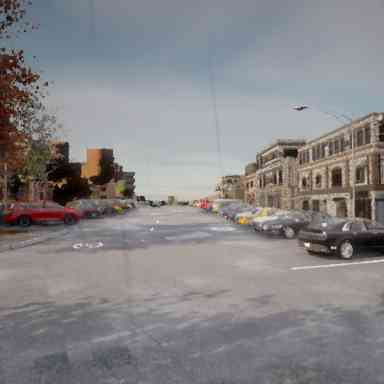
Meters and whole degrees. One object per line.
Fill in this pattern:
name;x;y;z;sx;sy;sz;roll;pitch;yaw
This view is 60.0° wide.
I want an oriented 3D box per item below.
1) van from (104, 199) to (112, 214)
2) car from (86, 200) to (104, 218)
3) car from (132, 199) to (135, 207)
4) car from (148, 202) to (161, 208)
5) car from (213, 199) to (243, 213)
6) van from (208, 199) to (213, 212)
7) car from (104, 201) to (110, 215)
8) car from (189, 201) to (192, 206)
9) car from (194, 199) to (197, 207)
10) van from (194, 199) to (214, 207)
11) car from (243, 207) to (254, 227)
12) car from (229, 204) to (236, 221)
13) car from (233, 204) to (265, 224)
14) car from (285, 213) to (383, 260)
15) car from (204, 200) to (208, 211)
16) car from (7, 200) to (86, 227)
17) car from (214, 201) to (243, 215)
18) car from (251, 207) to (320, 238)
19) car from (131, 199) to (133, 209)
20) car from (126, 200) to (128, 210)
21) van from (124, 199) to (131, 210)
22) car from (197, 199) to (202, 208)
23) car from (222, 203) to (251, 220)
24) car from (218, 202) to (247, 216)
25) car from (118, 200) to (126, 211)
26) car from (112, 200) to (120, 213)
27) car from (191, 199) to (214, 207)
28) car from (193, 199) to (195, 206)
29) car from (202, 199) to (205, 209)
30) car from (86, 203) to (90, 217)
van;-12.756;1.983;41.834;4.442;1.987;1.878;0;-1;-23
car;-12.340;1.989;36.014;4.553;1.767;2.185;-1;-1;-23
car;-13.650;2.613;62.466;4.674;1.452;2.002;0;-1;-23
car;-7.715;2.772;72.295;2.033;1.411;5.357;0;-1;-3
car;5.318;2.037;39.799;4.553;1.767;2.185;1;-1;-23
van;4.900;2.028;45.603;4.442;1.987;1.878;1;-1;-23
car;-12.535;2.191;38.928;4.792;1.488;2.163;0;-1;-23
car;2.836;3.041;86.586;5.366;1.575;1.946;1;-1;-23
car;3.898;2.748;72.087;5.366;1.575;1.946;1;-2;-23
van;3.051;2.760;83.683;4.442;1.987;1.878;1;-1;-23
car;6.138;1.930;22.206;4.674;1.452;2.002;1;-1;-23
car;5.855;2.021;28.067;4.674;1.452;2.002;1;-1;-23
car;6.162;1.936;25.214;5.366;1.575;1.946;1;-1;-23
car;6.558;1.756;13.421;4.892;1.521;2.231;1;-1;-23
car;4.854;2.306;48.578;5.008;1.535;2.097;1;-1;-23
car;-11.918;1.727;27.197;5.566;2.045;2.435;0;-1;-23
car;5.434;2.117;36.859;4.892;1.521;2.231;1;-1;-23
car;6.285;1.846;19.277;4.892;1.521;2.231;1;-1;-23
car;-13.505;2.558;59.525;4.674;1.452;2.002;0;-1;-23
car;-13.214;2.448;53.639;4.674;1.452;2.002;0;-1;-23
van;-13.259;2.236;56.637;4.442;1.987;1.878;0;-1;-23
car;4.322;2.266;60.315;5.566;2.045;2.435;1;-1;-23
car;5.721;2.027;30.994;4.892;1.521;2.231;1;-1;-23
car;5.542;2.100;33.914;4.792;1.488;2.163;1;-1;-23
car;-12.764;2.301;47.836;5.366;1.575;1.946;0;-1;-23
car;-12.785;2.257;44.822;4.892;1.521;2.231;0;-1;-23
car;2.833;2.859;89.585;5.566;2.045;2.435;1;-2;-23
car;3.616;2.868;77.940;5.366;1.575;1.946;1;-2;-23
car;4.550;2.282;54.430;4.553;1.767;2.185;1;-1;-23
car;-12.107;2.054;30.104;4.792;1.488;2.163;0;-1;-23
